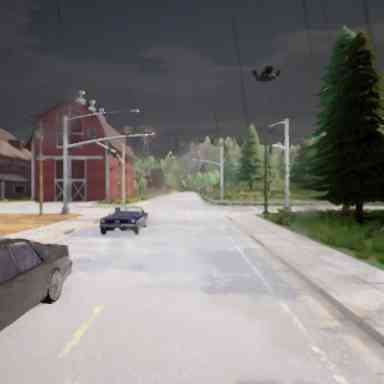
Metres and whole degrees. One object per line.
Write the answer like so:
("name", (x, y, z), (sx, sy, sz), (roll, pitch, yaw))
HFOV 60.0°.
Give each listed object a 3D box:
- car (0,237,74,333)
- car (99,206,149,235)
("car", (-3.595, 1.497, 5.265), (2.033, 1.411, 5.357), (0, 1, 0))
("car", (-3.500, 1.434, 17.825), (1.895, 1.301, 4.718), (0, 1, 0))
